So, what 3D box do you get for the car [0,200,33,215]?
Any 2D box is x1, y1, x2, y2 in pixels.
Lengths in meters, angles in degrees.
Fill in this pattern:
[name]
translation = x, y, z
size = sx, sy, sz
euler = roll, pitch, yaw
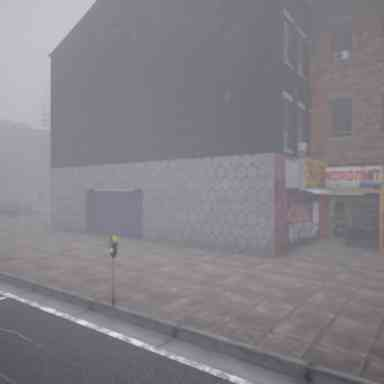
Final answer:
[car]
translation = -17.923, 1.466, 31.286
size = 2.033, 1.411, 5.357
euler = 0, 0, 36
